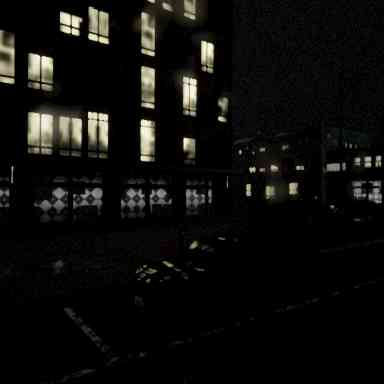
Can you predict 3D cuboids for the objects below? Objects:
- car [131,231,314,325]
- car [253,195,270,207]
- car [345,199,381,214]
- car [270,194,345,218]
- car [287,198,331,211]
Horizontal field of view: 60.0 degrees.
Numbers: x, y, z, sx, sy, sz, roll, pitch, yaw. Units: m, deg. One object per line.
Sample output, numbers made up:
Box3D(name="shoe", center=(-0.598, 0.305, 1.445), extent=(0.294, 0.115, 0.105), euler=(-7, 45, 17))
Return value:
Box3D(name="car", center=(0.839, 1.566, 7.152), extent=(4.313, 1.339, 1.947), euler=(0, 0, -35))
Box3D(name="car", center=(9.553, 1.130, 41.208), extent=(1.967, 1.590, 4.097), euler=(1, 0, -36))
Box3D(name="car", center=(16.116, 1.371, 32.266), extent=(1.887, 1.381, 4.507), euler=(1, 0, -36))
Box3D(name="car", center=(9.367, 1.101, 27.307), extent=(2.192, 1.841, 5.009), euler=(1, 0, -36))
Box3D(name="car", center=(12.834, 1.340, 36.736), extent=(1.802, 1.307, 4.206), euler=(1, 0, -36))
